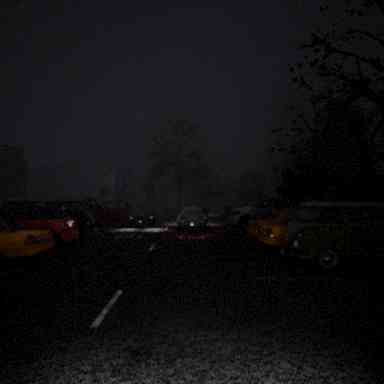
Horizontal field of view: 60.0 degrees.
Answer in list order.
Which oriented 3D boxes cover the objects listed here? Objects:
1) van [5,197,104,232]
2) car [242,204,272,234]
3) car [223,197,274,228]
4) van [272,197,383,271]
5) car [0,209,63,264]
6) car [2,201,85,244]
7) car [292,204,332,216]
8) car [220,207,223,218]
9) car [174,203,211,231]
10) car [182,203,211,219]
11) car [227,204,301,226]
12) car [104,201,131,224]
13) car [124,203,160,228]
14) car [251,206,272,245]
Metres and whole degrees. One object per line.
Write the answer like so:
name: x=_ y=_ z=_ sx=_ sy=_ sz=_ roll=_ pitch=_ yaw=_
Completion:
van: x=-7.057 y=1.305 z=16.772 sx=4.442 sy=1.987 sz=1.878 roll=0 pitch=-1 yaw=0
car: x=5.281 y=1.514 z=15.619 sx=5.366 sy=1.575 sz=1.946 roll=0 pitch=-1 yaw=0
car: x=5.068 y=1.334 z=21.339 sx=5.566 sy=2.045 sz=2.435 roll=0 pitch=-1 yaw=0
van: x=4.977 y=1.253 z=10.165 sx=4.442 sy=1.987 sz=1.878 roll=0 pitch=0 yaw=0
car: x=-7.359 y=1.480 z=10.815 sx=5.366 sy=1.575 sz=1.946 roll=0 pitch=0 yaw=0
car: x=-7.143 y=1.375 z=13.734 sx=4.553 sy=1.767 sz=2.185 roll=0 pitch=0 yaw=0
car: x=13.781 y=2.053 z=38.391 sx=4.181 sy=1.385 sz=1.994 roll=0 pitch=-2 yaw=13
car: x=5.045 y=1.432 z=26.801 sx=5.566 sy=2.045 sz=2.435 roll=0 pitch=-1 yaw=0
car: x=0.007 y=1.628 z=21.067 sx=1.812 sy=1.442 sz=4.674 roll=0 pitch=-1 yaw=0
car: x=0.550 y=1.842 z=33.503 sx=2.128 sy=1.511 sz=4.902 roll=-1 pitch=-1 yaw=11
car: x=5.078 y=1.635 z=24.127 sx=4.892 sy=1.521 sz=2.231 roll=0 pitch=-1 yaw=0
car: x=-7.173 y=1.597 z=28.914 sx=4.553 sy=1.767 sz=2.185 roll=0 pitch=-1 yaw=0
car: x=-3.309 y=1.670 z=23.663 sx=1.812 sy=1.442 sz=4.674 roll=0 pitch=-1 yaw=0
car: x=5.279 y=1.492 z=12.958 sx=5.366 sy=1.575 sz=1.946 roll=0 pitch=0 yaw=0
